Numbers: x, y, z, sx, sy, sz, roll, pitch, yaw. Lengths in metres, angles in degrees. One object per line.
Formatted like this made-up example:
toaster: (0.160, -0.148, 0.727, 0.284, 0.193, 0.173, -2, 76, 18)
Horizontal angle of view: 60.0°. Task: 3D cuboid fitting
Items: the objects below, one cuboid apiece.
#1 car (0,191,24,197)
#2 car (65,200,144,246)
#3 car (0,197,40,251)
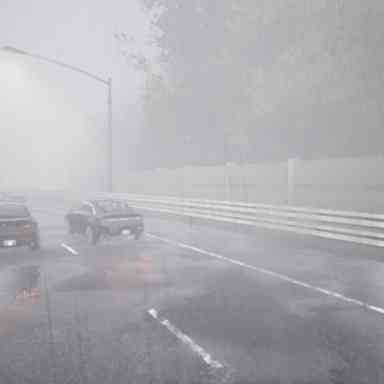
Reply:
car: (-14.909, 0.613, 26.989, 1.812, 1.442, 4.674, -1, 2, -44)
car: (-3.595, 1.060, 13.123, 2.128, 1.511, 4.902, -1, 2, -35)
car: (-6.535, 1.116, 11.393, 1.837, 1.490, 4.892, -1, 2, -35)
